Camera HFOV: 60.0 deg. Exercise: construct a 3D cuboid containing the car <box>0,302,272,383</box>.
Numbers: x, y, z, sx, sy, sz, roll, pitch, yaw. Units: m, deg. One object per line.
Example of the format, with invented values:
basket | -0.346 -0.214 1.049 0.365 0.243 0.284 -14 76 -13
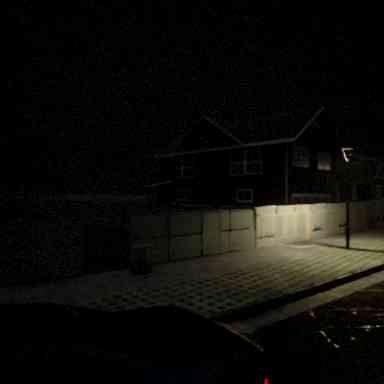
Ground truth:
car | -1.786 1.552 1.861 5.357 1.411 2.033 0 0 -36
